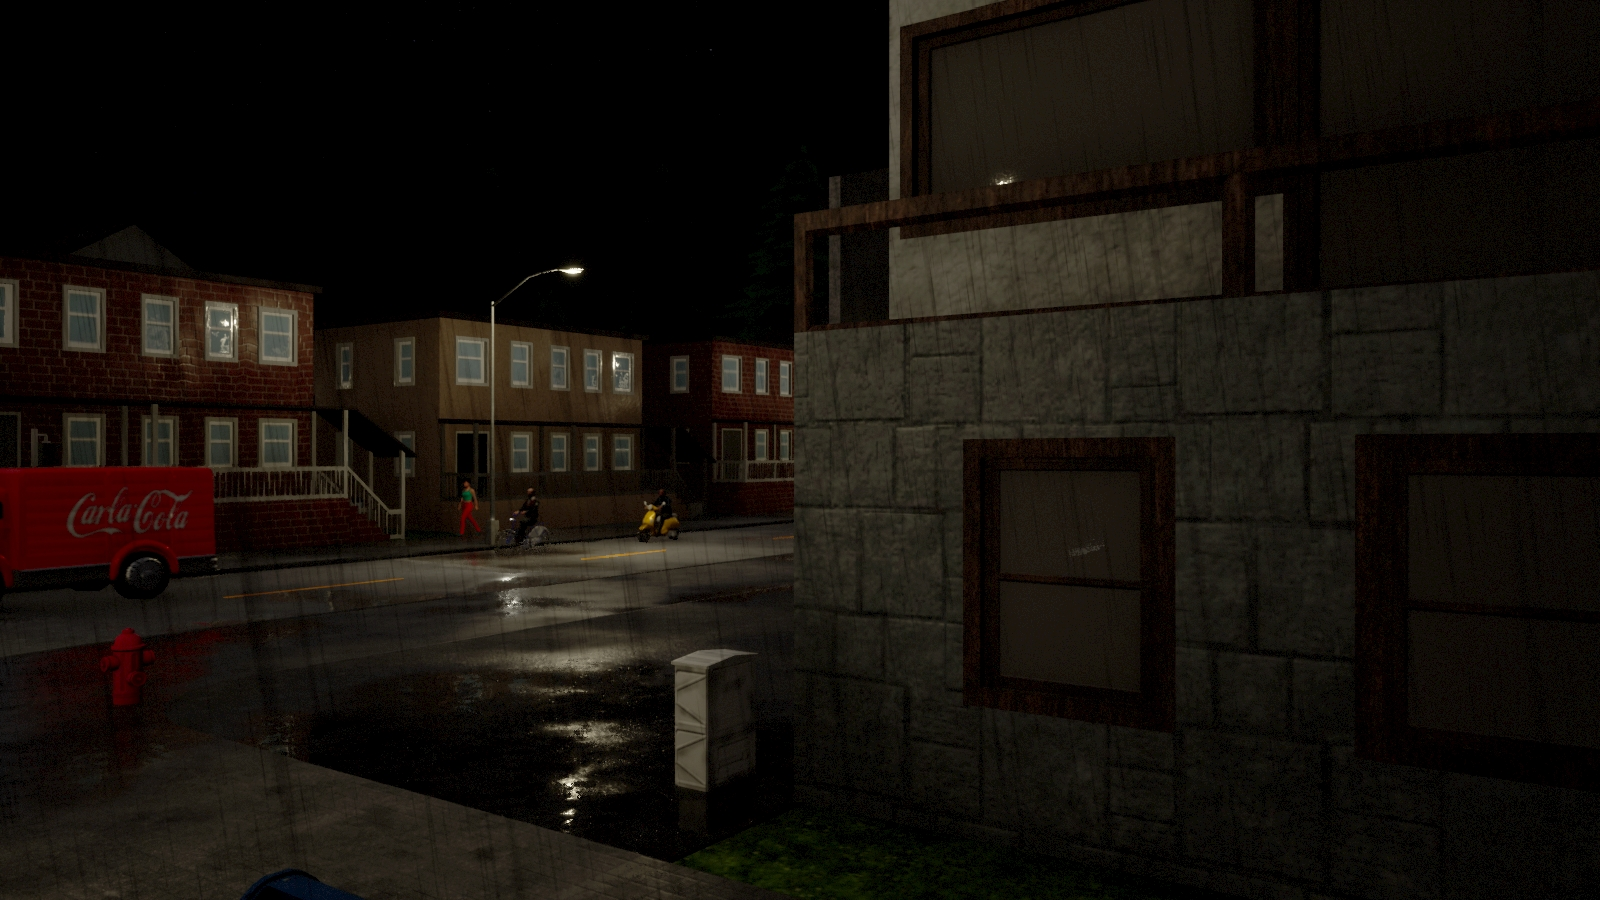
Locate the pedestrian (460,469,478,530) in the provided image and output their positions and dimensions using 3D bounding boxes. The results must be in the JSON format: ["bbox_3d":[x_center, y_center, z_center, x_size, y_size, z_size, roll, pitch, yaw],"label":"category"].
[{"bbox_3d":[-10.183,1.512,35.134,0.375,1.860,0.375,0,0,34],"label":"pedestrian"}]

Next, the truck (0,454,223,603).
[{"bbox_3d":[-13.841,1.334,20.933,2.627,2.467,5.204,0,0,35],"label":"truck"}]
